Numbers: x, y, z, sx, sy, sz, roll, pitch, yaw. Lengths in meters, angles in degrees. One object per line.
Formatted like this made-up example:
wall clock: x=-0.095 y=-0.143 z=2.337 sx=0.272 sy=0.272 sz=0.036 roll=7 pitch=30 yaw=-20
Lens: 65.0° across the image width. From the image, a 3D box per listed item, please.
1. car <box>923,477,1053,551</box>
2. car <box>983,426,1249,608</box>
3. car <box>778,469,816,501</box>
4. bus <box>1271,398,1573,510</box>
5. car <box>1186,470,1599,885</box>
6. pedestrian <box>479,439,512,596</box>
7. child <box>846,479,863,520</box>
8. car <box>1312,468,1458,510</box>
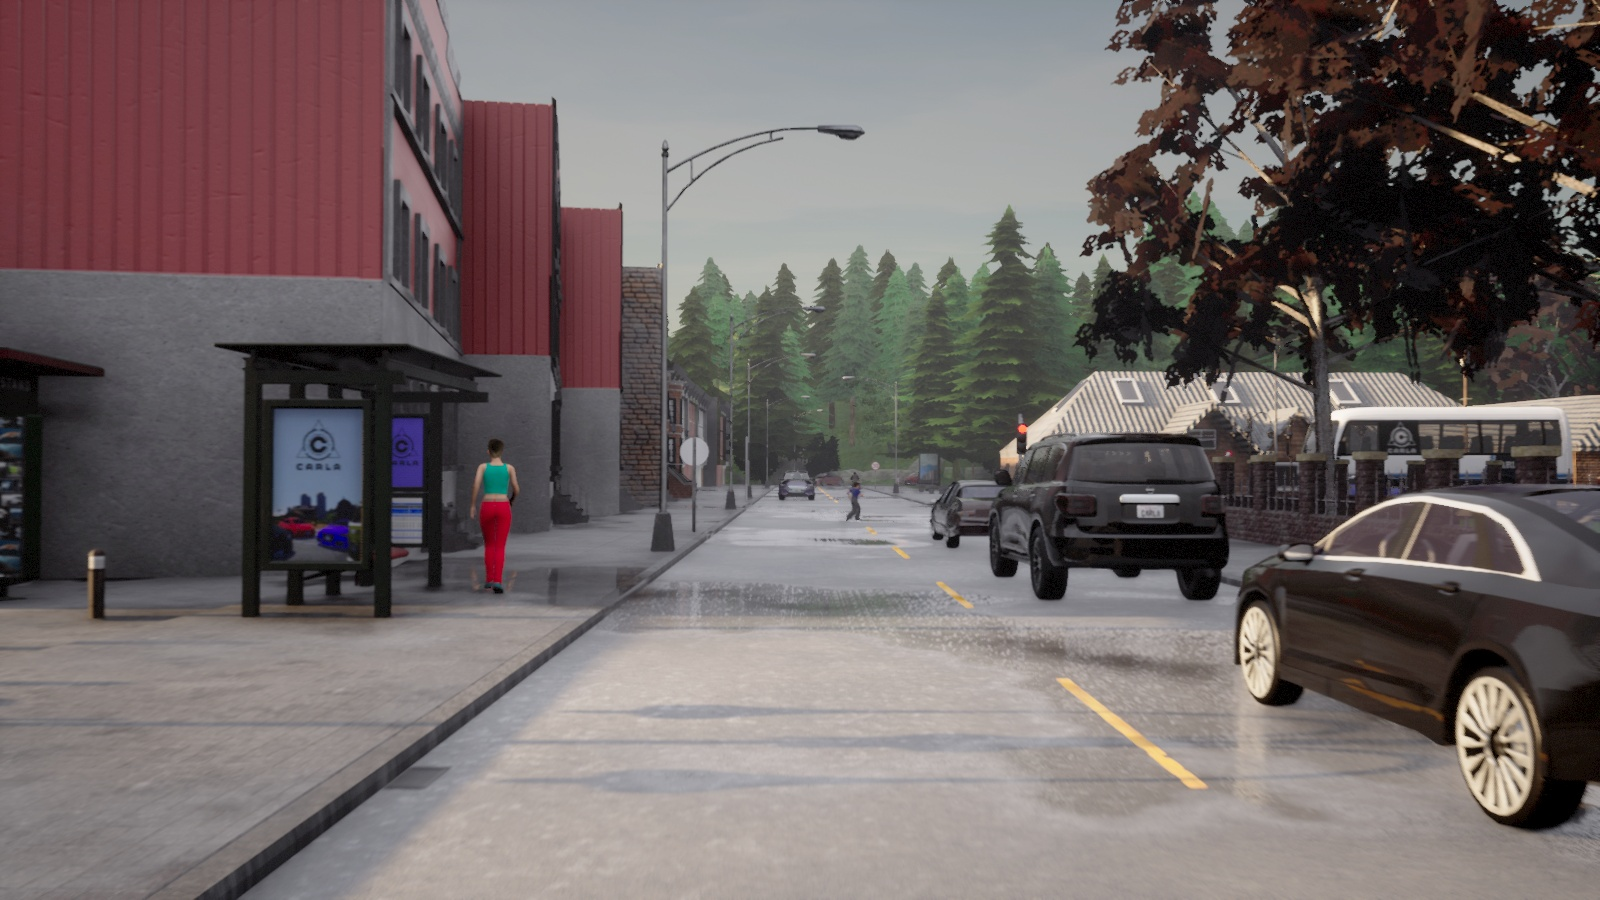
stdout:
car: x=3.926 y=1.301 z=27.132 sx=2.033 sy=1.411 sz=5.357 roll=0 pitch=-1 yaw=0
car: x=3.961 y=0.801 z=16.918 sx=2.150 sy=2.045 sz=5.566 roll=0 pitch=-1 yaw=0
car: x=-0.169 y=1.905 z=69.245 sx=2.033 sy=1.649 sz=4.856 roll=0 pitch=-1 yaw=0
bus: x=25.110 y=0.194 z=51.169 sx=10.273 sy=4.253 sz=3.944 roll=-1 pitch=-1 yaw=0
car: x=3.982 y=0.872 z=7.016 sx=2.128 sy=1.511 sz=4.902 roll=0 pitch=-1 yaw=0
pedestrian: x=-3.636 y=0.788 z=15.018 sx=0.345 sy=1.836 sz=0.594 roll=0 pitch=-1 yaw=-10
child: x=1.679 y=1.524 z=38.614 sx=0.437 sy=1.263 sz=0.270 roll=0 pitch=-1 yaw=-23
car: x=21.872 y=1.462 z=47.088 sx=4.514 sy=1.525 sz=2.007 roll=0 pitch=-1 yaw=-1
